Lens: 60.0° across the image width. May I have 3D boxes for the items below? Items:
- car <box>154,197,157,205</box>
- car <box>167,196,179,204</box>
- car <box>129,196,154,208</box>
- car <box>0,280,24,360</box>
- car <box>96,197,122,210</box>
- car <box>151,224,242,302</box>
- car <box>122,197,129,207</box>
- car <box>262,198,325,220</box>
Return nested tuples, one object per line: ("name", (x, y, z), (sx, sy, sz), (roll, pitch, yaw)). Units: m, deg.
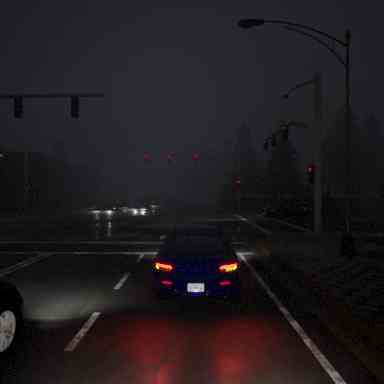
("car", (-7.105, 1.504, 57.332), (1.837, 1.490, 4.892), (0, 0, 1))
("car", (-3.467, 1.477, 61.254), (1.882, 1.535, 5.008), (0, 0, 0))
("car", (-7.108, 1.491, 47.257), (2.128, 1.511, 4.902), (0, 0, 0))
("car", (-3.441, 1.505, 3.053), (1.837, 1.490, 4.892), (0, 0, 0))
("car", (-10.623, 1.526, 42.037), (1.812, 1.442, 4.674), (0, 0, 0))
("car", (0.131, 1.526, 8.186), (1.812, 1.442, 4.674), (0, 0, 2))
("car", (-10.630, 1.477, 51.240), (1.882, 1.535, 5.008), (0, 0, 0))
("car", (8.427, 1.491, 27.558), (4.902, 1.511, 2.128), (0, 0, -2))
